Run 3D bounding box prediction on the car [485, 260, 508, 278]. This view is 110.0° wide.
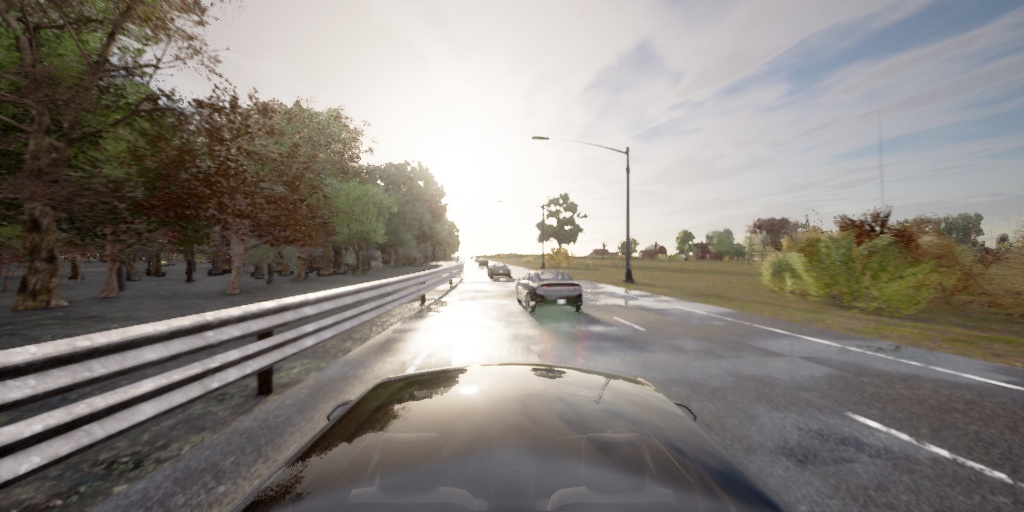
[{"bbox_3d":[-1.237,1.335,33.905,1.994,1.385,4.181,0,0,-7],"label":"car"}]

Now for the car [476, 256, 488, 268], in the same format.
[{"bbox_3d":[-5.053,1.272,64.014,1.837,1.490,4.892,0,0,-7],"label":"car"}]

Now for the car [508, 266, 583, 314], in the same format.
[{"bbox_3d":[1.293,1.263,13.927,2.128,1.511,4.902,0,0,-7],"label":"car"}]
